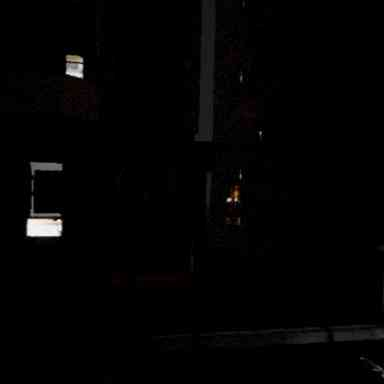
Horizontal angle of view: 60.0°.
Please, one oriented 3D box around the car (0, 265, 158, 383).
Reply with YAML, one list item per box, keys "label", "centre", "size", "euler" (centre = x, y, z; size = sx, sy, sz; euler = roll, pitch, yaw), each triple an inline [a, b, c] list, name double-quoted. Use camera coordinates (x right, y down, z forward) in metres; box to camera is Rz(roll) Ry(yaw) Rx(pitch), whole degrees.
- label: "car"
  centre: [-2.289, 1.334, 2.354]
  size: [4.097, 1.590, 1.967]
  euler: [1, 1, -10]
